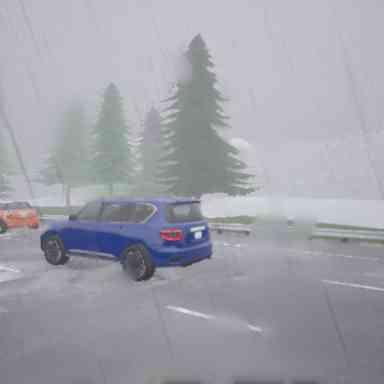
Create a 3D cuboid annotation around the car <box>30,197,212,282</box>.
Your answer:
[{"bbox_3d":[-2.083,1.164,9.788,5.566,2.045,2.150,0,0,33],"label":"car"}]

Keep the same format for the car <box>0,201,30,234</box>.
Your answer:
[{"bbox_3d":[-10.938,1.290,19.033,4.553,1.767,2.097,0,1,29],"label":"car"}]
